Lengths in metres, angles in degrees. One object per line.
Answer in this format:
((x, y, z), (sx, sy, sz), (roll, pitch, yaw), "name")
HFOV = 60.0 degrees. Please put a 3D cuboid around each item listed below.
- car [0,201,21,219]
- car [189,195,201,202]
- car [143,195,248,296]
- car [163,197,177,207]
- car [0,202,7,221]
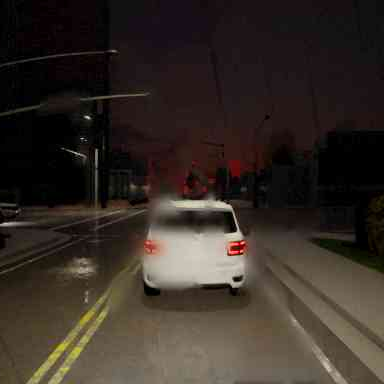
((-17.293, 1.339, 27.540), (5.566, 2.045, 2.150), (-1, 0, 0), "car")
((0.852, 1.465, 78.667), (1.882, 1.535, 5.008), (0, 0, 12), "car")
((0.081, 1.221, 8.796), (2.150, 2.045, 5.566), (0, 0, 0), "car")
((-3.521, 1.564, 52.941), (1.994, 1.385, 4.181), (0, 0, 0), "car")
((-16.215, 1.667, 24.044), (4.181, 1.385, 1.994), (-1, 0, 0), "car")
